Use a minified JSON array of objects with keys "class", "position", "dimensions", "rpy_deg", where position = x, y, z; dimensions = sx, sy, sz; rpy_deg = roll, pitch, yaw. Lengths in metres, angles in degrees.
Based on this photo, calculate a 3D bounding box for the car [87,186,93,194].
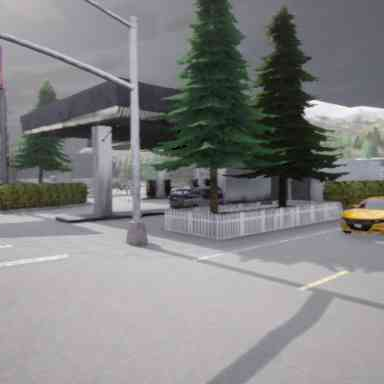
[{"class":"car","position":[-18.444,-0.365,57.218],"dimensions":[1.970,1.475,3.806],"rpy_deg":[-2,3,-40]}]

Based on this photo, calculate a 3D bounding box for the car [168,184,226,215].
[{"class":"car","position":[0.507,0.604,22.114],"dimensions":[3.866,1.878,1.905],"rpy_deg":[-2,3,-40]}]

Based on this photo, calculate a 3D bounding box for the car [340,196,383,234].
[{"class":"car","position":[8.288,0.948,14.375],"dimensions":[5.008,1.535,1.882],"rpy_deg":[-2,3,-40]}]

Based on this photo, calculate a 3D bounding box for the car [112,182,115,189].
[{"class":"car","position":[-21.063,-1.747,89.392],"dimensions":[1.932,1.855,4.605],"rpy_deg":[-2,3,-40]}]

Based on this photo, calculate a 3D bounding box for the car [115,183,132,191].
[{"class":"car","position":[-13.981,-0.983,71.156],"dimensions":[2.007,1.523,4.514],"rpy_deg":[-2,3,-40]}]

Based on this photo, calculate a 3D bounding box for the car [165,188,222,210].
[{"class":"car","position":[0.164,0.521,29.239],"dimensions":[4.611,1.667,2.242],"rpy_deg":[-2,3,-40]}]

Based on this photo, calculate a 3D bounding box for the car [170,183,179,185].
[{"class":"car","position":[-4.266,-1.825,93.699],"dimensions":[1.970,1.475,3.806],"rpy_deg":[-2,3,-40]}]
